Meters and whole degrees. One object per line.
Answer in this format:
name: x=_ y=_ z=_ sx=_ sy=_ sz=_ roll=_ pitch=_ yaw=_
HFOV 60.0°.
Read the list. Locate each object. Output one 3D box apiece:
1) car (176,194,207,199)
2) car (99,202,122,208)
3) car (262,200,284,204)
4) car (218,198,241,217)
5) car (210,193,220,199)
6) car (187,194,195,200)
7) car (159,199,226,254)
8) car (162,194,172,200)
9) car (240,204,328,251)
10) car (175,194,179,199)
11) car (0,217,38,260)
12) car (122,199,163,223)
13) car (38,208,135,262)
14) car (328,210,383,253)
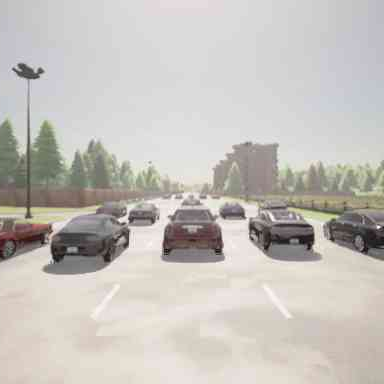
car: x=-0.009 y=1.315 z=28.586 sx=2.097 sy=1.767 sz=4.553 roll=0 pitch=0 yaw=0
car: x=-7.004 y=1.528 z=29.536 sx=1.994 sy=1.385 sz=4.181 roll=0 pitch=0 yaw=0
car: x=6.994 y=1.469 z=28.965 sx=1.837 sy=1.490 sz=4.892 roll=0 pitch=1 yaw=0
car: x=3.495 y=1.527 z=29.451 sx=1.994 sy=1.385 sz=4.181 roll=0 pitch=0 yaw=0
car: x=6.748 y=1.231 z=93.119 sx=2.097 sy=1.767 sz=4.553 roll=0 pitch=0 yaw=0
car: x=-0.252 y=1.401 z=93.097 sx=2.128 sy=1.511 sz=4.902 roll=0 pitch=0 yaw=0
car: x=0.036 y=1.335 z=13.473 sx=2.097 sy=1.767 sz=4.553 roll=0 pitch=0 yaw=0
car: x=-7.251 y=1.419 z=92.694 sx=2.033 sy=1.411 sz=5.357 roll=0 pitch=0 yaw=0
car: x=3.538 y=1.474 z=13.886 sx=2.128 sy=1.511 sz=4.902 roll=0 pitch=0 yaw=0
car: x=-3.751 y=1.430 z=92.670 sx=1.994 sy=1.385 sz=4.181 roll=0 pitch=0 yaw=0
car: x=-6.968 y=1.587 z=12.420 sx=1.895 sy=1.301 sz=4.718 roll=0 pitch=0 yaw=0
car: x=-3.523 y=1.517 z=25.141 sx=2.033 sy=1.411 sz=5.357 roll=0 pitch=0 yaw=0
car: x=-3.471 y=1.511 z=11.979 sx=1.812 sy=1.442 sz=4.674 roll=0 pitch=0 yaw=0
car: x=7.037 y=1.487 z=13.554 sx=1.837 sy=1.490 sz=4.892 roll=0 pitch=0 yaw=0
